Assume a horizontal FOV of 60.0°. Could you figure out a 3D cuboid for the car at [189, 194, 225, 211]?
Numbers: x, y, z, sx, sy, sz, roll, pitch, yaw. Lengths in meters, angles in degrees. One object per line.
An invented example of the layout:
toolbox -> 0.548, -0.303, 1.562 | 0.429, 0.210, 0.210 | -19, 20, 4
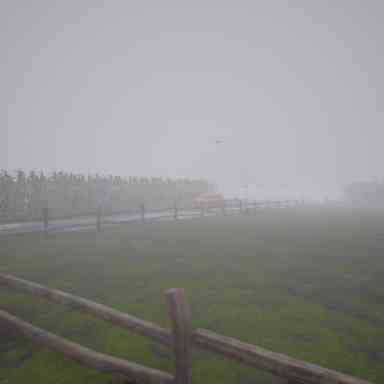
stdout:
car -> 1.937, 1.210, 40.109 | 2.150, 2.045, 5.566 | 0, 0, 35
